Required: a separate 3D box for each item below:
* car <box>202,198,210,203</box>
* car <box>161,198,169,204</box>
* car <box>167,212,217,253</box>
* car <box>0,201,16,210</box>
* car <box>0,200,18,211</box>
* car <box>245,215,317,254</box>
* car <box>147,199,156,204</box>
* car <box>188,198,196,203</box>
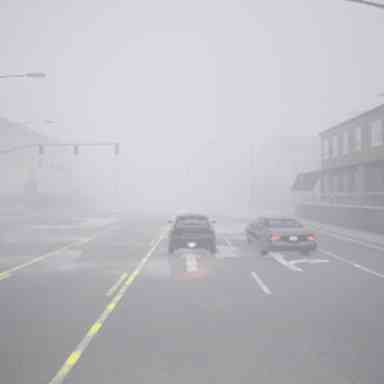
[{"bbox_3d":[3.478,2.180,84.395,2.033,1.411,5.357,0,-1,0],"label":"car"},{"bbox_3d":[-7.023,2.367,86.830,1.994,1.385,4.181,0,-1,0],"label":"car"},{"bbox_3d":[0.000,1.643,14.304,1.837,1.490,4.892,0,0,0],"label":"car"},{"bbox_3d":[-27.271,1.732,46.371,1.853,1.218,4.536,0,-1,29],"label":"car"},{"bbox_3d":[-27.247,1.890,46.415,2.038,1.542,4.974,0,-1,29],"label":"car"},{"bbox_3d":[3.497,1.680,13.994,2.033,1.411,5.357,0,-1,0],"label":"car"},{"bbox_3d":[-10.523,2.410,86.798,1.895,1.301,4.718,0,-1,0],"label":"car"},{"bbox_3d":[-0.022,2.180,84.394,2.033,1.411,5.357,0,-1,0],"label":"car"}]
